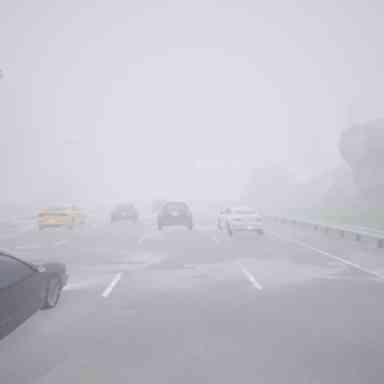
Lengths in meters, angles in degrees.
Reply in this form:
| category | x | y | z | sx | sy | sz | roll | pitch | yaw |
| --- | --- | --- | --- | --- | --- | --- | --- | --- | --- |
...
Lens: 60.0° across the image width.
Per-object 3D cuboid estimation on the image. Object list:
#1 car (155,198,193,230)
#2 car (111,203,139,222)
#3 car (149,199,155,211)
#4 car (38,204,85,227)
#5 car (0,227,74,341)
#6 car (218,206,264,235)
| category | x | y | z | sx | sy | sz | roll | pitch | yaw |
| --- | --- | --- | --- | --- | --- | --- | --- | --- | --- |
| car | -1.183 | 1.360 | 21.528 | 2.097 | 1.767 | 4.553 | 0 | 0 | -6 |
| car | -5.269 | 1.582 | 26.341 | 1.994 | 1.385 | 4.181 | 0 | 0 | -7 |
| car | -4.011 | 1.524 | 40.157 | 1.837 | 1.490 | 4.892 | 0 | 0 | -11 |
| car | -8.167 | 1.500 | 21.202 | 1.882 | 1.535 | 5.008 | 0 | 0 | -6 |
| car | -3.513 | 1.556 | 4.733 | 2.033 | 1.411 | 5.357 | 0 | 0 | -1 |
| car | 2.630 | 1.525 | 18.609 | 1.812 | 1.442 | 4.674 | 0 | 0 | -5 |
